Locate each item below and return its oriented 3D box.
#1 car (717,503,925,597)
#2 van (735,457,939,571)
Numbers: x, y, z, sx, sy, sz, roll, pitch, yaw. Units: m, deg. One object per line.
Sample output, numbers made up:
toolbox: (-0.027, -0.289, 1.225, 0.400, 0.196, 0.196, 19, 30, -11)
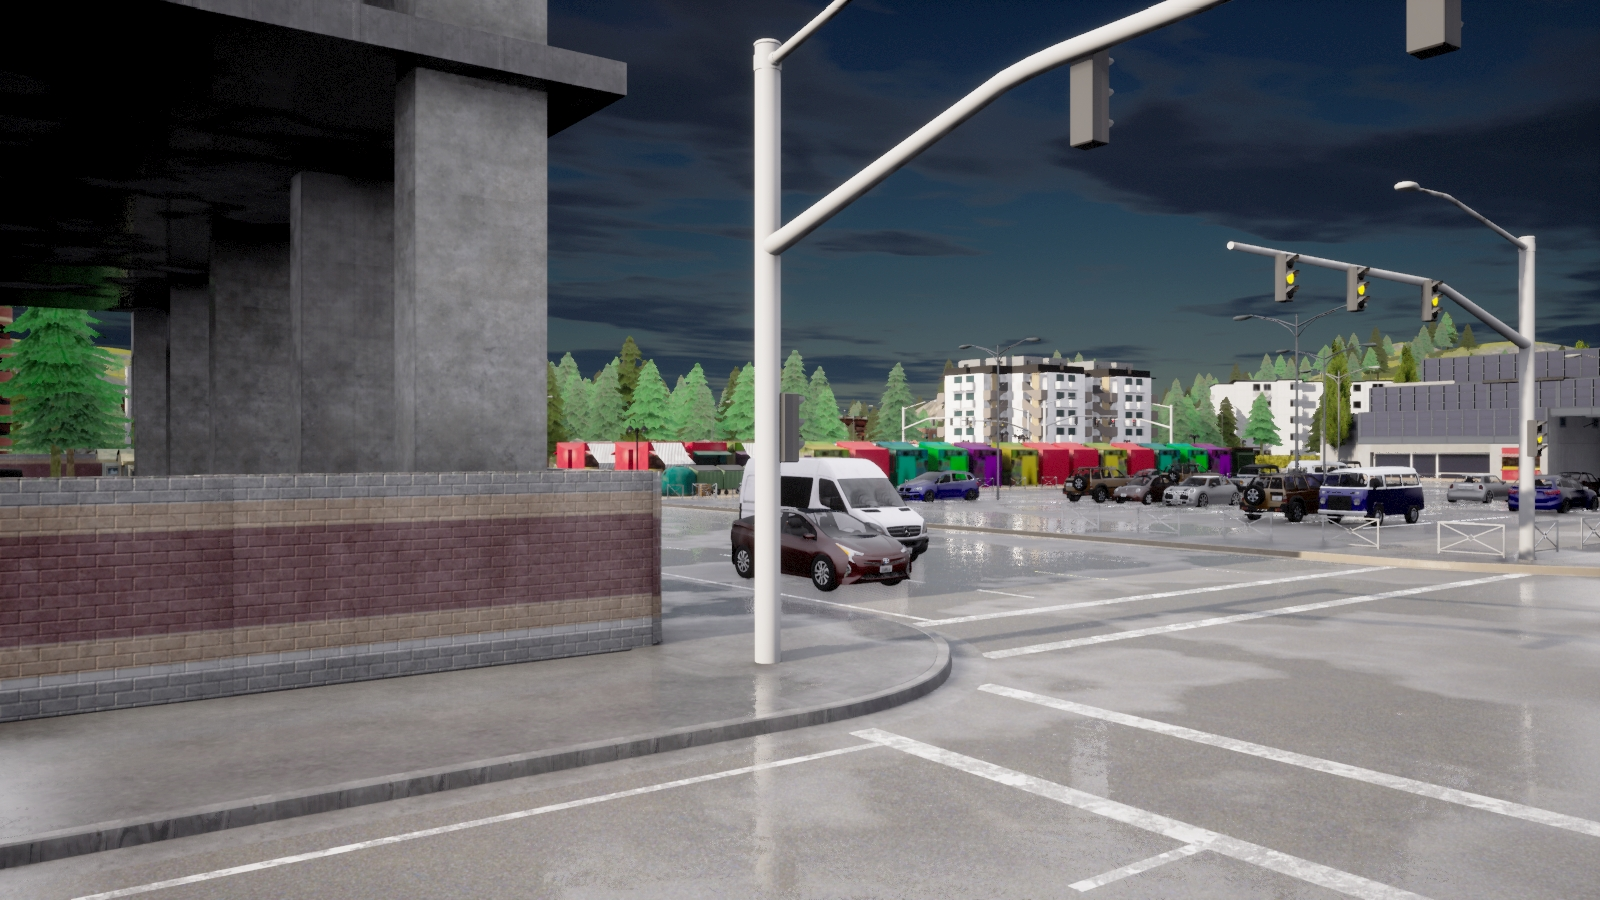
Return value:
car: (0.324, 1.984, 23.786, 2.007, 1.525, 4.514, 0, 0, -36)
van: (0.780, 1.479, 29.066, 1.988, 2.561, 5.915, 0, 0, -36)
